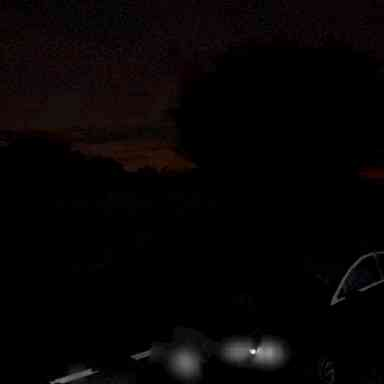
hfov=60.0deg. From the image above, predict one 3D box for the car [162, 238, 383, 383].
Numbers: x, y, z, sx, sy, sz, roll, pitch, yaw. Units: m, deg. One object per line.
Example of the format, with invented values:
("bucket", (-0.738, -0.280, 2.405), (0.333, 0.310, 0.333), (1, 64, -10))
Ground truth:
("car", (1.886, 1.512, 4.925), (4.902, 1.511, 2.128), (0, 0, -37))
